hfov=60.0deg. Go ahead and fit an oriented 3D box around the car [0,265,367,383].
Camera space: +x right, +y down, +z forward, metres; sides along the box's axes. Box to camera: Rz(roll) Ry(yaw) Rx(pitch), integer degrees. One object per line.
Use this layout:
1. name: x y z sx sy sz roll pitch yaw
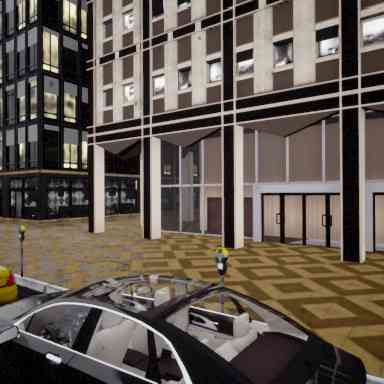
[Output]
1. car: -0.650 1.551 3.346 4.403 1.369 2.008 0 0 36
